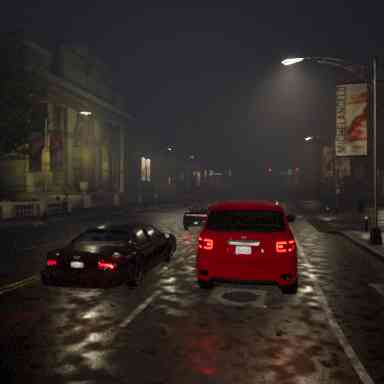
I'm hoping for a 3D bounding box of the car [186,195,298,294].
[{"bbox_3d":[1.591,1.221,9.061,2.150,2.045,5.566,0,0,13],"label":"car"}]

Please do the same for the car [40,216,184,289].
[{"bbox_3d":[-1.876,1.547,9.296,2.033,1.411,5.357,0,0,11],"label":"car"}]

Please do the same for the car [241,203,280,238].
[{"bbox_3d":[3.942,1.477,18.723,1.882,1.535,5.008,0,0,14],"label":"car"}]

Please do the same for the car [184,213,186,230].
[{"bbox_3d":[0.798,1.491,20.554,2.128,1.511,4.902,0,0,14],"label":"car"}]
